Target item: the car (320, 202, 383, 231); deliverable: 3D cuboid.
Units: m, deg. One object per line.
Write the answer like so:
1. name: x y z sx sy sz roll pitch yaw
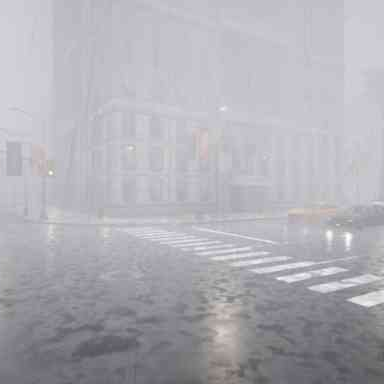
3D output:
1. car: 10.839 1.547 20.935 5.357 1.411 2.033 0 0 -32

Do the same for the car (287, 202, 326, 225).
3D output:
1. car: 9.031 1.477 23.928 5.008 1.535 1.882 0 0 -31

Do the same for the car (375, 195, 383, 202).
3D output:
1. car: 17.732 1.221 29.208 5.566 2.045 2.150 0 0 -31
